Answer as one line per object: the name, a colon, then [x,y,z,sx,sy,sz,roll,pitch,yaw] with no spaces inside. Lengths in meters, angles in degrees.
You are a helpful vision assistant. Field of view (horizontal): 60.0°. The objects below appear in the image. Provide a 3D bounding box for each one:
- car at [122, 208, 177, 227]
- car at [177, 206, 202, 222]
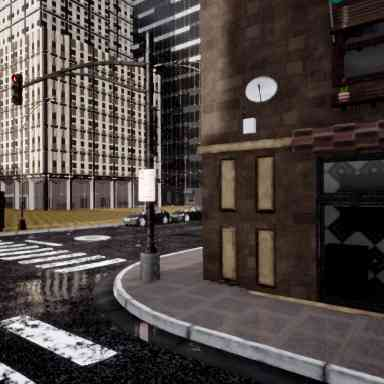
car: [-3.500,1.894,25.909,2.008,1.369,4.403,-2,-2,35]
car: [-0.296,1.975,30.465,2.008,1.369,4.403,-2,-2,35]
